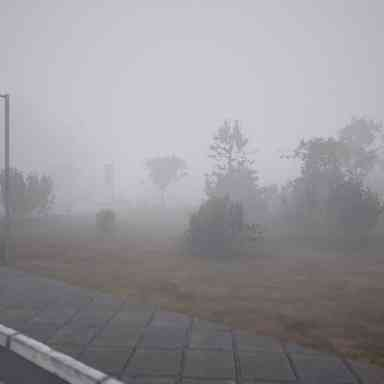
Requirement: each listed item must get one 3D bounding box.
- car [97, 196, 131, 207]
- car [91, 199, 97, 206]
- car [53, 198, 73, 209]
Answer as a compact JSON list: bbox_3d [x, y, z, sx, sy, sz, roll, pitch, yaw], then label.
[{"bbox_3d":[-11.164,1.527,49.343,1.895,1.301,4.718,0,1,39],"label":"car"},{"bbox_3d":[-13.367,1.396,52.184,1.882,1.535,5.008,0,0,39],"label":"car"},{"bbox_3d":[-17.299,1.482,41.737,2.128,1.511,4.902,0,0,39],"label":"car"}]
